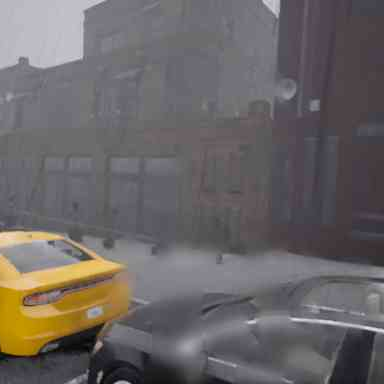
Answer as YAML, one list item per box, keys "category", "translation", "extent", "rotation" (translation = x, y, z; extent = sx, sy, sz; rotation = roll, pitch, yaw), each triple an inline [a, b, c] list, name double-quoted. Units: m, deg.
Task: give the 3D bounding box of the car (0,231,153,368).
- category: "car"
  translation: [-3.312, 1.448, 5.898]
  extent: [5.008, 1.535, 2.097]
  rotation: [0, 0, 36]
